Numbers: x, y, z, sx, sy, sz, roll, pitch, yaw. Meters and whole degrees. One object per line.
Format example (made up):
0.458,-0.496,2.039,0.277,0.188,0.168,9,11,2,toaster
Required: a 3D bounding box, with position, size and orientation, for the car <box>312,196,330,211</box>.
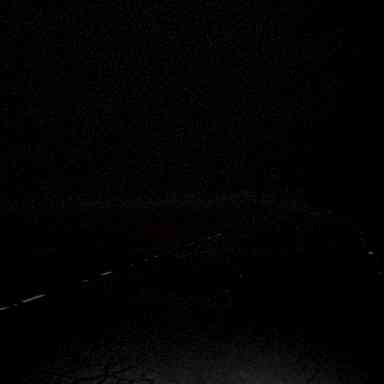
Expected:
18.725,1.650,48.152,2.150,2.045,5.566,0,-1,19,car
